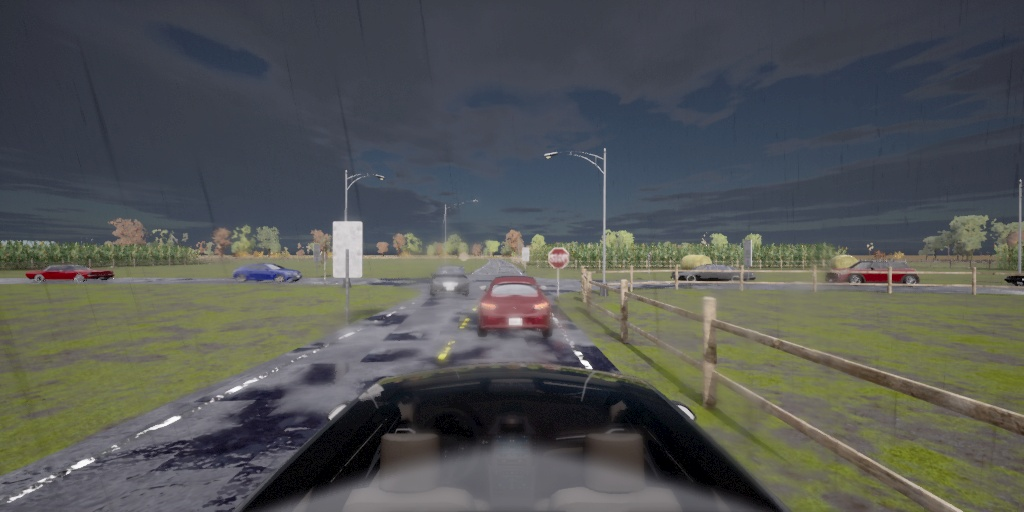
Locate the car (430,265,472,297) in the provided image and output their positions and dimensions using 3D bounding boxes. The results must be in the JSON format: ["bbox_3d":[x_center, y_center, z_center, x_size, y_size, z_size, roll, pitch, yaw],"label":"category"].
[{"bbox_3d":[-3.214,1.239,18.974,2.128,1.511,4.902,0,0,-9],"label":"car"}]

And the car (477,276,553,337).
[{"bbox_3d":[0.058,1.274,10.147,1.812,1.442,4.674,0,0,-1],"label":"car"}]

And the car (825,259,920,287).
[{"bbox_3d":[24.253,1.109,24.338,4.553,1.767,2.097,0,0,12],"label":"car"}]

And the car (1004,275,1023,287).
[{"bbox_3d":[34.157,1.369,22.073,4.718,1.301,1.895,0,0,14],"label":"car"}]

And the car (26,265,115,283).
[{"bbox_3d":[-33.365,1.333,27.218,4.718,1.301,1.895,0,0,-1],"label":"car"}]

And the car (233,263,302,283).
[{"bbox_3d":[-18.291,1.264,26.878,4.674,1.442,1.812,0,0,3],"label":"car"}]

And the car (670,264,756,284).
[{"bbox_3d":[14.581,1.293,26.208,5.357,1.411,2.033,0,0,10],"label":"car"}]
